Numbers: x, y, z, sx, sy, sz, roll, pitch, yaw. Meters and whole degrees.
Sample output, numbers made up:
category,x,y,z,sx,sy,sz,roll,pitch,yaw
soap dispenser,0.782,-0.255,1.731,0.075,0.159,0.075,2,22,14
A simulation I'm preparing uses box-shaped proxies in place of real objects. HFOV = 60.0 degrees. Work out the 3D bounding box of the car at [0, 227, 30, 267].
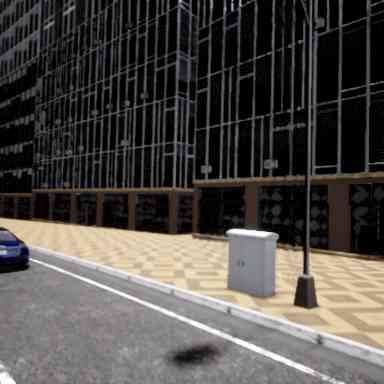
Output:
category,x,y,z,sx,sy,sz,roll,pitch,yaw
car,-7.613,1.991,12.343,1.994,1.385,4.181,3,-3,-43
